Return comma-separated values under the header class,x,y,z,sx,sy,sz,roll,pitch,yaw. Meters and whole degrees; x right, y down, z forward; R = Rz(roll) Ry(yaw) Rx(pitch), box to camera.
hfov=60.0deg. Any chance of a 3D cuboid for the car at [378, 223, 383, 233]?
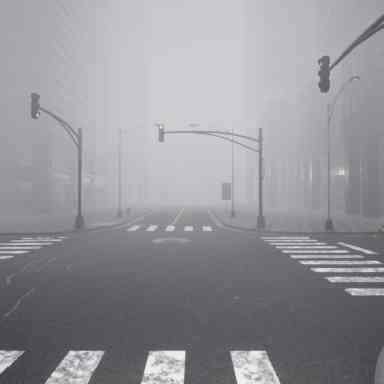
class,x,y,z,sx,sy,sz,roll,pitch,yaw
car,11.754,1.564,16.231,4.829,1.417,1.752,0,-1,0
